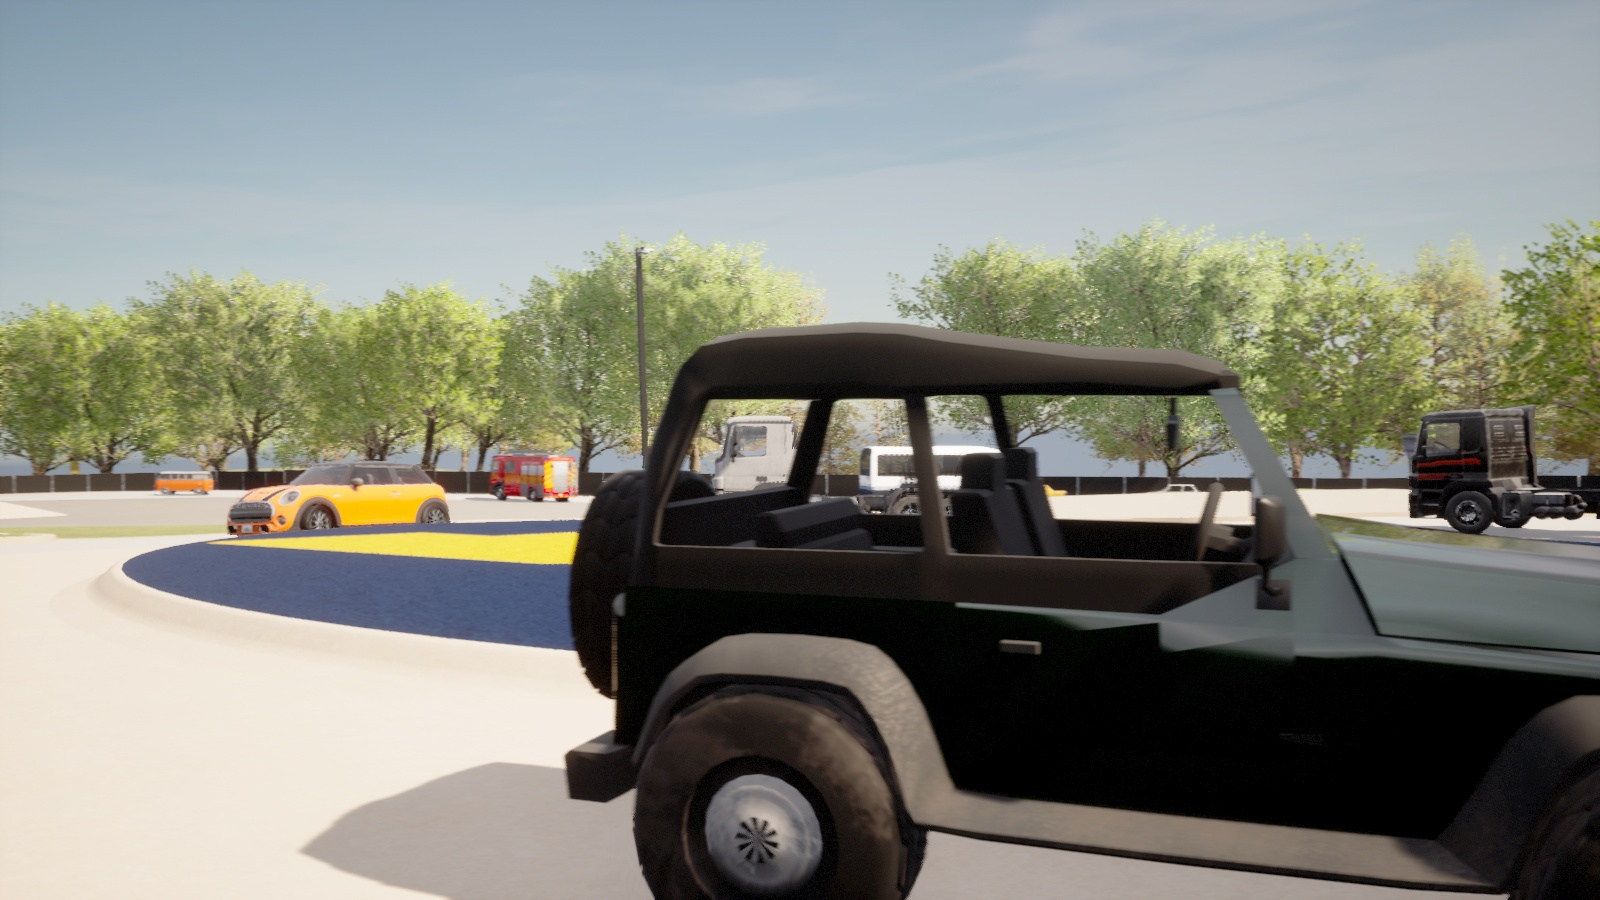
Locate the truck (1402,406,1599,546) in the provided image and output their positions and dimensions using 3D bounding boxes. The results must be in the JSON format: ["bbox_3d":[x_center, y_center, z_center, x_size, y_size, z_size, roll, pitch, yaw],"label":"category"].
[{"bbox_3d":[20.327,0.630,32.651,2.891,3.462,7.936,-1,0,-37],"label":"truck"}]

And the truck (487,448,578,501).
[{"bbox_3d":[-20.253,1.782,94.634,2.891,3.827,8.468,0,0,-42],"label":"truck"}]

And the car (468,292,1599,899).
[{"bbox_3d":[1.141,0.550,4.044,3.866,1.878,1.905,1,2,19],"label":"car"}]

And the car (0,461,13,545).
[{"bbox_3d":[-15.764,0.922,20.859,1.882,1.535,5.008,-1,-2,6],"label":"car"}]

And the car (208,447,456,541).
[{"bbox_3d":[-9.656,0.943,26.295,2.097,1.767,4.553,-2,-3,31],"label":"car"}]
